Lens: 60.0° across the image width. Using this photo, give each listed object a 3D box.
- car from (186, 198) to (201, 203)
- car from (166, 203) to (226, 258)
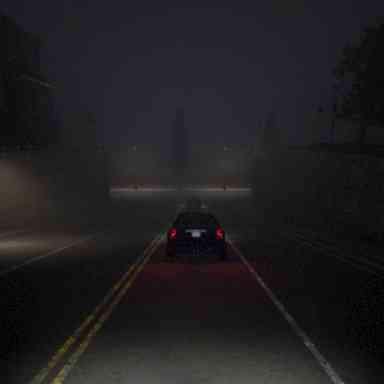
[{"bbox_3d":[0.193,1.473,42.132,1.994,1.385,4.181,0,3,1],"label":"car"},{"bbox_3d":[0.155,1.492,13.463,2.097,1.767,4.553,0,-1,0],"label":"car"}]
